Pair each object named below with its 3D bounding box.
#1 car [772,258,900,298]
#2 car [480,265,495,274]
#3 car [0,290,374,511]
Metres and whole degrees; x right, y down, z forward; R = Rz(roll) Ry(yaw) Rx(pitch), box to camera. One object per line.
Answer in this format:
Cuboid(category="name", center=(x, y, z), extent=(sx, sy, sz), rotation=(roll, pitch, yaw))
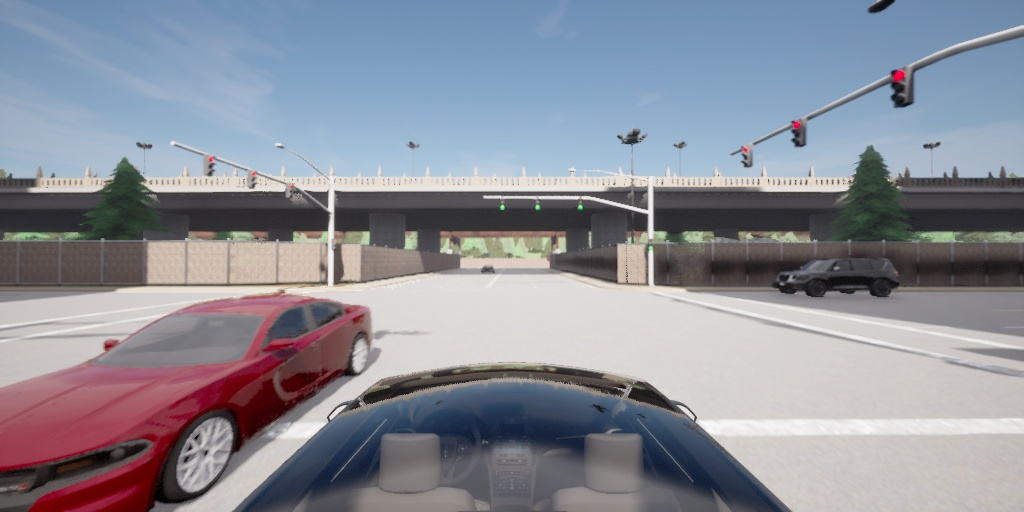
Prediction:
Cuboid(category="car", center=(17.178, 1.118, 19.160), extent=(5.566, 2.045, 2.150), rotation=(-1, -1, 0))
Cuboid(category="car", center=(-3.516, 1.951, 52.746), extent=(1.994, 1.385, 4.181), rotation=(0, 0, 0))
Cuboid(category="car", center=(-3.502, 1.302, 4.647), extent=(1.882, 1.535, 5.008), rotation=(0, 1, 0))
